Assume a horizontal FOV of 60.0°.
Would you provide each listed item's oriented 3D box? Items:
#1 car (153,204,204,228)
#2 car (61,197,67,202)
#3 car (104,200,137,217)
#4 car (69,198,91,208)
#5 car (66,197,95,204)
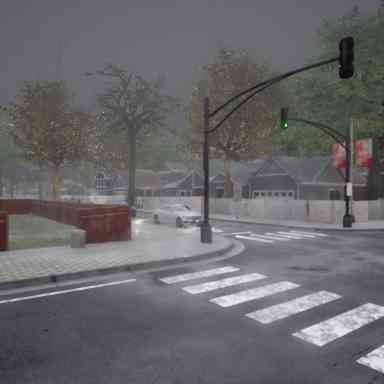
[{"bbox_3d":[-1.022,1.543,22.634,1.812,1.442,4.674,0,0,-36],"label":"car"},{"bbox_3d":[-22.394,1.594,57.395,2.128,1.511,4.902,0,0,-36],"label":"car"},{"bbox_3d":[-6.861,1.509,30.802,1.882,1.535,5.008,0,0,-36],"label":"car"},{"bbox_3d":[-16.733,1.648,49.588,1.994,1.385,4.181,0,0,-35],"label":"car"},{"bbox_3d":[-12.849,1.525,39.182,1.882,1.535,5.008,0,0,-35],"label":"car"}]
